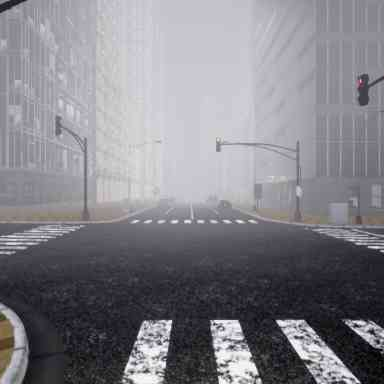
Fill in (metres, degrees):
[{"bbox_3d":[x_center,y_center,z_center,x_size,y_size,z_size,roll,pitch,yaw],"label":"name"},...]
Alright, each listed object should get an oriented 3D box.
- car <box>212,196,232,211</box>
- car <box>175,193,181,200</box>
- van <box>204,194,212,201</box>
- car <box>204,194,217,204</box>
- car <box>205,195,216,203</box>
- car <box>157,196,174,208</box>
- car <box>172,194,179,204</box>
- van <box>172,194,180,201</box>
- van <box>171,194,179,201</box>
[{"bbox_3d":[3.976,1.579,41.824,1.947,1.339,4.313,0,0,0],"label":"car"},{"bbox_3d":[-4.054,1.426,74.964,1.967,1.590,4.097,0,0,0],"label":"car"},{"bbox_3d":[3.809,1.321,80.516,1.690,1.788,3.998,0,0,0],"label":"van"},{"bbox_3d":[3.860,1.313,63.932,2.192,1.841,5.009,0,0,0],"label":"car"},{"bbox_3d":[3.843,1.432,69.461,1.967,1.590,4.097,0,0,0],"label":"car"},{"bbox_3d":[-3.970,1.592,47.326,1.802,1.307,4.206,0,0,0],"label":"car"},{"bbox_3d":[-4.020,1.564,63.909,1.947,1.339,4.313,0,0,0],"label":"car"},{"bbox_3d":[-4.088,1.315,86.019,1.690,1.788,3.998,0,0,0],"label":"van"},{"bbox_3d":[-4.071,1.321,80.492,1.690,1.788,3.998,0,0,0],"label":"van"}]
